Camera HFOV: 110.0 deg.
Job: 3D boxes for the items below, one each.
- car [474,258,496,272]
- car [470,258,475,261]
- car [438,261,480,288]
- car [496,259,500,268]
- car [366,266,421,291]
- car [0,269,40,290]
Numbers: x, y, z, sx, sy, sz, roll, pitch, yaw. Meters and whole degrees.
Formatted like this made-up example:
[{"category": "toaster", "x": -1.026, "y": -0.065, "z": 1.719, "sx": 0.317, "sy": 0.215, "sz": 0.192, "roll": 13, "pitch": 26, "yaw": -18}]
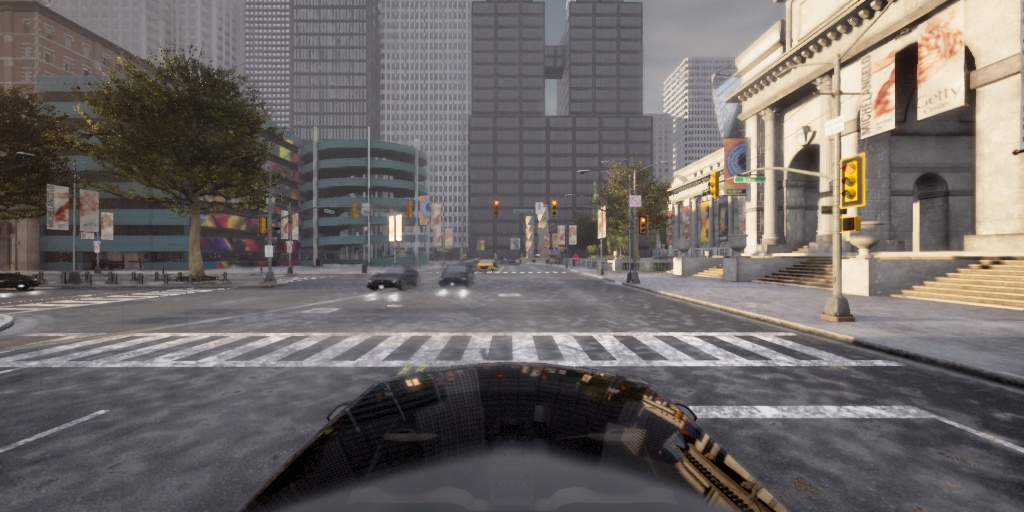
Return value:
[{"category": "car", "x": -3.509, "y": 1.227, "z": 47.520, "sx": 1.882, "sy": 1.535, "sz": 5.008, "roll": 0, "pitch": 0, "yaw": 0}, {"category": "car", "x": -6.979, "y": 1.297, "z": 59.615, "sx": 2.033, "sy": 1.411, "sz": 5.357, "roll": 0, "pitch": 0, "yaw": 0}, {"category": "car", "x": -3.556, "y": 1.297, "z": 24.018, "sx": 2.033, "sy": 1.411, "sz": 5.357, "roll": 0, "pitch": 0, "yaw": 0}, {"category": "car", "x": -3.488, "y": 1.227, "z": 61.382, "sx": 1.882, "sy": 1.535, "sz": 5.008, "roll": 0, "pitch": 0, "yaw": 0}, {"category": "car", "x": -7.060, "y": 1.297, "z": 22.048, "sx": 2.033, "sy": 1.411, "sz": 5.357, "roll": 0, "pitch": 0, "yaw": 0}, {"category": "car", "x": -30.245, "y": 1.297, "z": 20.156, "sx": 5.357, "sy": 1.411, "sz": 2.033, "roll": 0, "pitch": 0, "yaw": 0}]
